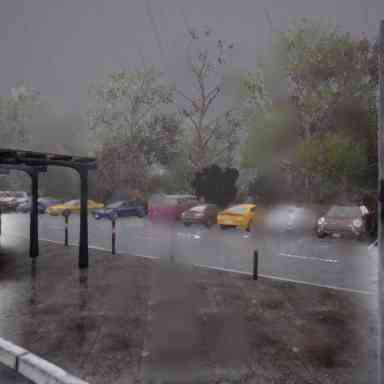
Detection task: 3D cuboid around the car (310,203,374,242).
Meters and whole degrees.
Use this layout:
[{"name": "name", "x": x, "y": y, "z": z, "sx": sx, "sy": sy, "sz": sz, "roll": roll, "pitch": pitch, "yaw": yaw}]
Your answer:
[{"name": "car", "x": 7.942, "y": 1.402, "z": 17.092, "sx": 2.185, "sy": 1.767, "sz": 4.553, "roll": 1, "pitch": 0, "yaw": 35}]

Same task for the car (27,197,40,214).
[{"name": "car", "x": -12.446, "y": 1.330, "z": 31.528, "sx": 2.163, "sy": 1.488, "sz": 4.792, "roll": 1, "pitch": 0, "yaw": 35}]

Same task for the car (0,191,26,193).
[{"name": "car", "x": -21.537, "y": 0.950, "z": 37.895, "sx": 2.435, "sy": 2.045, "sz": 5.566, "roll": 1, "pitch": 0, "yaw": 35}]

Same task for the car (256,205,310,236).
[{"name": "car", "x": 5.657, "y": 1.542, "z": 18.670, "sx": 2.002, "sy": 1.452, "sz": 4.674, "roll": 1, "pitch": 0, "yaw": 35}]

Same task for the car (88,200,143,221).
[{"name": "car", "x": -5.684, "y": 1.405, "z": 26.668, "sx": 2.163, "sy": 1.488, "sz": 4.792, "roll": 1, "pitch": 0, "yaw": 35}]

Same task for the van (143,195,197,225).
[{"name": "van", "x": -1.069, "y": 1.200, "z": 23.578, "sx": 1.878, "sy": 1.987, "sz": 4.442, "roll": 1, "pitch": 0, "yaw": 35}]

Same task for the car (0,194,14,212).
[{"name": "car", "x": -16.989, "y": 1.251, "z": 34.716, "sx": 2.097, "sy": 1.535, "sz": 5.008, "roll": 1, "pitch": 0, "yaw": 35}]

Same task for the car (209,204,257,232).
[{"name": "car", "x": 3.390, "y": 1.476, "z": 20.271, "sx": 2.097, "sy": 1.535, "sz": 5.008, "roll": 1, "pitch": 0, "yaw": 35}]

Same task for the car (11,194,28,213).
[{"name": "car", "x": -14.723, "y": 1.277, "z": 33.113, "sx": 2.231, "sy": 1.521, "sz": 4.892, "roll": 1, "pitch": 0, "yaw": 35}]

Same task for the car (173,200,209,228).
[{"name": "car", "x": 1.125, "y": 1.491, "z": 21.878, "sx": 2.002, "sy": 1.452, "sz": 4.674, "roll": 1, "pitch": 0, "yaw": 35}]

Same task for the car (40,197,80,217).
[{"name": "car", "x": -10.305, "y": 1.323, "z": 29.748, "sx": 1.946, "sy": 1.575, "sz": 5.366, "roll": 1, "pitch": 0, "yaw": 35}]
